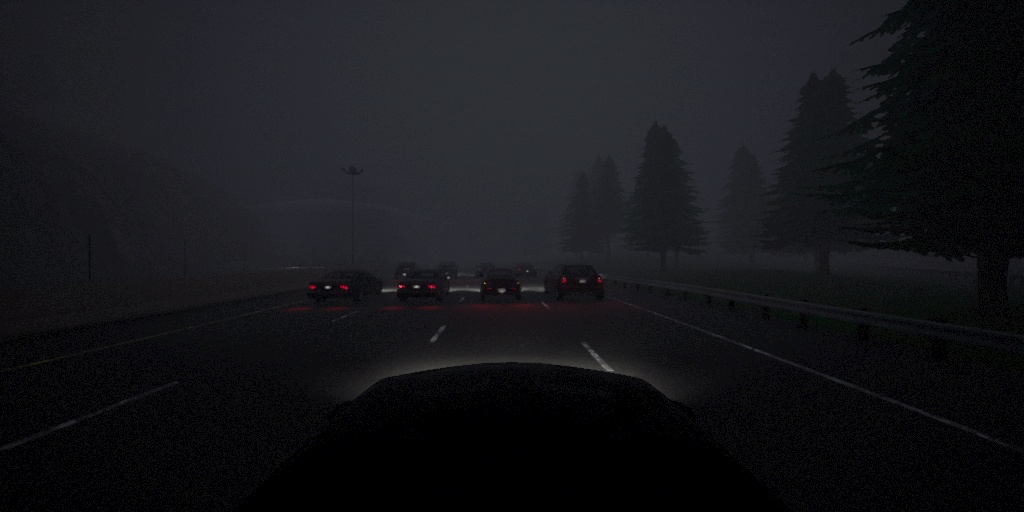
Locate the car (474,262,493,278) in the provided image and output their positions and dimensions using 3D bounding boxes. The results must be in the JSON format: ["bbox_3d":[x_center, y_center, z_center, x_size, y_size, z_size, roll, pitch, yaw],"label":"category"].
[{"bbox_3d":[-2.397,1.280,33.227,1.812,1.442,4.674,0,0,-9],"label":"car"}]

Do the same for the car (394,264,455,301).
[{"bbox_3d":[-4.090,1.310,17.145,2.033,1.411,5.357,0,0,-4],"label":"car"}]

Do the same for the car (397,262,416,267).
[{"bbox_3d":[-9.318,1.264,32.175,1.837,1.490,4.892,0,0,-9],"label":"car"}]

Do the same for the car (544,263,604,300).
[{"bbox_3d":[2.892,1.113,17.643,2.097,1.767,4.553,0,0,-4],"label":"car"}]

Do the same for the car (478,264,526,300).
[{"bbox_3d":[-0.600,1.280,17.409,1.812,1.442,4.674,0,0,-4],"label":"car"}]

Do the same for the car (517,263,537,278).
[{"bbox_3d":[1.063,1.320,33.753,1.994,1.385,4.181,0,0,-9],"label":"car"}]

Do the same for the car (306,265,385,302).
[{"bbox_3d":[-7.580,1.310,16.881,2.033,1.411,5.357,0,0,-4],"label":"car"}]

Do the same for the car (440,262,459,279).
[{"bbox_3d":[-5.858,1.242,32.701,2.128,1.511,4.902,0,0,-9],"label":"car"}]
